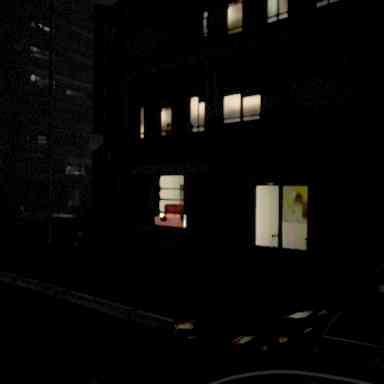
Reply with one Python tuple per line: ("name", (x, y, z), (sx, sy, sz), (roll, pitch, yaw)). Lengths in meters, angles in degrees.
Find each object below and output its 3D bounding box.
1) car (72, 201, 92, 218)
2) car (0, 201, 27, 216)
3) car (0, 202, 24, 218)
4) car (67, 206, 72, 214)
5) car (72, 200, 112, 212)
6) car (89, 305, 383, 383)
("car", (-9.115, 1.858, 32.705), (1.947, 1.339, 4.313), (1, 0, 36))
("car", (-19.141, 1.670, 33.199), (2.008, 1.369, 4.403), (1, 0, 36))
("car", (-17.881, 1.711, 30.545), (1.994, 1.385, 4.181), (1, 0, 36))
("car", (-12.060, 1.754, 38.477), (1.812, 1.442, 4.674), (1, 0, 36))
("car", (-12.602, 1.755, 42.127), (1.887, 1.381, 4.507), (1, 0, 36))
("car", (1.086, 1.551, 2.244), (4.403, 1.369, 2.008), (0, 1, 35))
